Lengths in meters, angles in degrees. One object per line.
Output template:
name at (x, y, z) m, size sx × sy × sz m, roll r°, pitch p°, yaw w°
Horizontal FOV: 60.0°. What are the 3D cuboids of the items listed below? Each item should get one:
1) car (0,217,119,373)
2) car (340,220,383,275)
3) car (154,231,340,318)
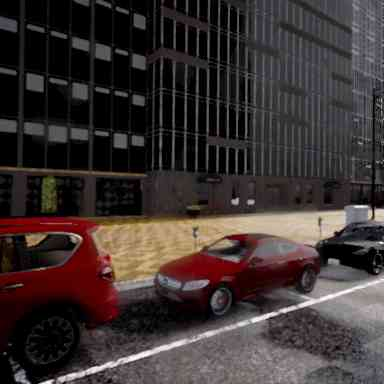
car at (-3.396, 1.313, 4.126) m, size 5.009 × 1.841 × 2.192 m, roll 0°, pitch 0°, yaw -35°
car at (5.797, 1.614, 10.682) m, size 4.313 × 1.339 × 1.947 m, roll 0°, pitch 0°, yaw -35°
car at (1.198, 1.605, 7.404) m, size 4.206 × 1.307 × 1.802 m, roll 0°, pitch 0°, yaw -35°
